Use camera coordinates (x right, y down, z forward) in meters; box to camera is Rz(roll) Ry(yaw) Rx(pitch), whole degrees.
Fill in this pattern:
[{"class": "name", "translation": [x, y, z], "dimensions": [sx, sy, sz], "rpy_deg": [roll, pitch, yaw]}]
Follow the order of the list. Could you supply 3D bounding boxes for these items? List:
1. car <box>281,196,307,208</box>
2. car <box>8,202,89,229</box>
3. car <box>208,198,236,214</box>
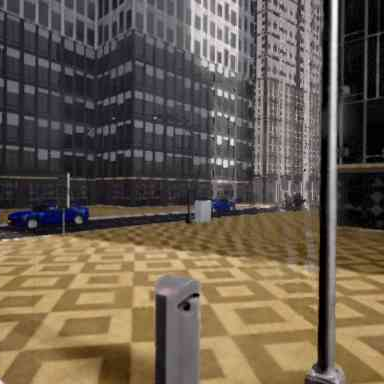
[{"class": "car", "translation": [14.444, 1.291, 47.012], "dimensions": [5.008, 1.535, 1.882], "rpy_deg": [0, 1, -44]}, {"class": "car", "translation": [-9.108, 1.425, 21.440], "dimensions": [1.882, 1.535, 5.008], "rpy_deg": [1, 1, 39]}, {"class": "car", "translation": [2.601, 1.396, 35.015], "dimensions": [1.882, 1.535, 5.008], "rpy_deg": [1, 1, 43]}]
